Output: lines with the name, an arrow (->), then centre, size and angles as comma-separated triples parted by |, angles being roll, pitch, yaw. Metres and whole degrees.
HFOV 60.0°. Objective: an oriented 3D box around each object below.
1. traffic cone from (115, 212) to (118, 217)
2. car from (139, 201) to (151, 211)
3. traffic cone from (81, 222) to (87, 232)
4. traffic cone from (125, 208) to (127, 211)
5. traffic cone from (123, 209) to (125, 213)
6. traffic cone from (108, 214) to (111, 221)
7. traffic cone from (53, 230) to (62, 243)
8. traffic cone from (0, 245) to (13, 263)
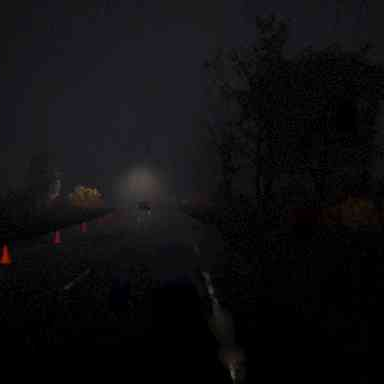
traffic cone -> -8.191, 2.433, 36.020 | 0.340, 0.580, 0.340 | 0, -1, -6
car -> -7.763, 2.269, 54.026 | 1.812, 1.442, 4.674 | 0, -1, -9
traffic cone -> -6.872, 2.223, 21.207 | 0.340, 0.580, 0.340 | 0, -1, -4
traffic cone -> -9.403, 2.582, 45.860 | 0.340, 0.580, 0.340 | 0, -1, -8
traffic cone -> -8.764, 2.506, 40.944 | 0.340, 0.580, 0.340 | 0, -1, -7
traffic cone -> -7.685, 2.362, 31.088 | 0.340, 0.580, 0.340 | 0, -1, -5
traffic cone -> -6.566, 2.159, 16.259 | 0.340, 0.580, 0.340 | 0, -1, -3
traffic cone -> -6.327, 2.099, 11.307 | 0.340, 0.580, 0.340 | 0, -1, -2
